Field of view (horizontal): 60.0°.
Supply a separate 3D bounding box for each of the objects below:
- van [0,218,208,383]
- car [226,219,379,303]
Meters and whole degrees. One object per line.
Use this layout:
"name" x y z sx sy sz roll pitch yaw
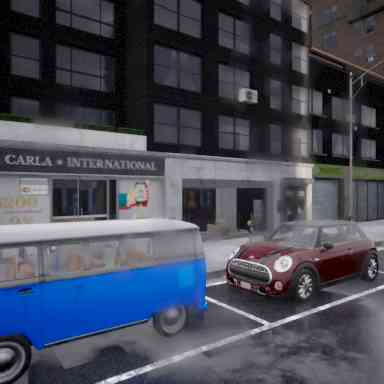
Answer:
"van" -1.651 1.341 5.011 3.998 1.788 1.690 0 0 -36
"car" 2.751 1.440 8.160 4.097 1.590 1.967 0 0 -36
